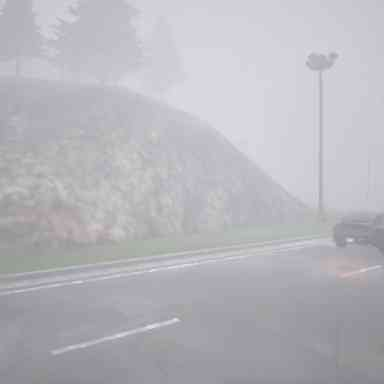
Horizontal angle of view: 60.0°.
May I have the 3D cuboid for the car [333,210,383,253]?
[{"bbox_3d":[7.641,1.516,13.744,4.892,1.490,1.837,0,0,-40],"label":"car"}]
